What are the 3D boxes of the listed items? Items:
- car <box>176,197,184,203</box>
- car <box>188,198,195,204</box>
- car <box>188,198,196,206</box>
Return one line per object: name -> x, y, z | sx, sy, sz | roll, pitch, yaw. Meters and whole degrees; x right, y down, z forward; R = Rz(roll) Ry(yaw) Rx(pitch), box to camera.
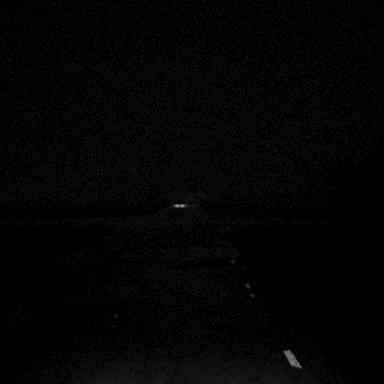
car -> -2.813, 1.998, 79.436 | 1.994, 1.385, 4.181 | 0, -1, 0
car -> -0.067, 2.314, 84.448 | 1.812, 1.442, 4.674 | 0, -1, 0
car -> -0.059, 2.295, 74.410 | 2.128, 1.511, 4.902 | 0, -1, 0
